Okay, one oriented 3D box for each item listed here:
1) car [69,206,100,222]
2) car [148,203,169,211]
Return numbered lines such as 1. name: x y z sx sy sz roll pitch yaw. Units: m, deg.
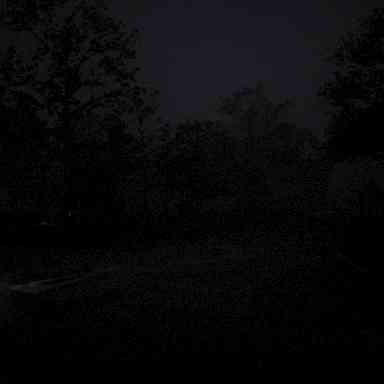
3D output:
1. car: -12.426 2.377 36.976 2.097 1.767 4.553 -4 -2 35
2. car: -6.763 2.825 64.457 5.008 1.535 1.882 -4 -3 37
